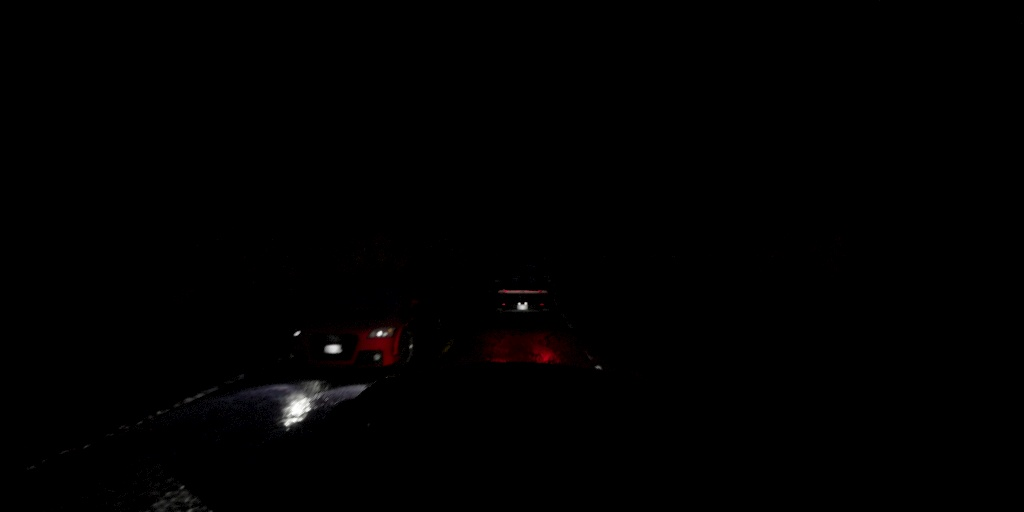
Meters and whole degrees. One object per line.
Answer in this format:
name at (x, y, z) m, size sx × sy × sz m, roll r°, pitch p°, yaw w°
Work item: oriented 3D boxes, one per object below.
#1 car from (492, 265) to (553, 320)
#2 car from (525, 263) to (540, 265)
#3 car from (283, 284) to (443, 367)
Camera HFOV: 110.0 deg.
car at (0.393, 1.246, 12.626) m, size 2.128 × 1.511 × 4.902 m, roll 0°, pitch 0°, yaw 2°
car at (1.769, 1.304, 31.435) m, size 2.033 × 1.411 × 5.357 m, roll 0°, pitch 0°, yaw 6°
car at (-2.841, 1.312, 7.780) m, size 1.994 × 1.385 × 4.181 m, roll 0°, pitch 0°, yaw 1°
